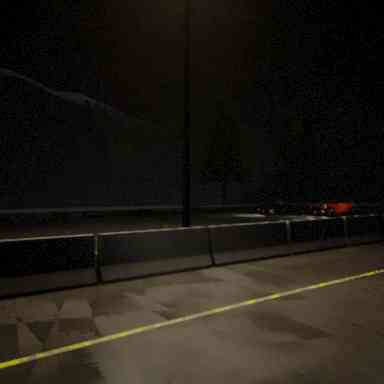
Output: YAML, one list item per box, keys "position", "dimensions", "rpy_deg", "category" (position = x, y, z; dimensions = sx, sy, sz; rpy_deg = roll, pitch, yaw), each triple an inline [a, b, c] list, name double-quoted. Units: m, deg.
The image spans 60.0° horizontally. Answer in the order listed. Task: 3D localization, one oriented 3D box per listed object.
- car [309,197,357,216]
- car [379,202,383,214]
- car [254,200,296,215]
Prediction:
- position: [13.365, 1.312, 31.606]
  dimensions: [4.553, 1.767, 2.097]
  rpy_deg: [0, 0, -25]
  category: "car"
- position: [19.982, 1.189, 30.804]
  dimensions: [5.566, 2.045, 2.150]
  rpy_deg: [0, 0, -23]
  category: "car"
- position: [8.237, 1.518, 32.984]
  dimensions: [4.181, 1.385, 1.994]
  rpy_deg: [0, 0, -27]
  category: "car"
